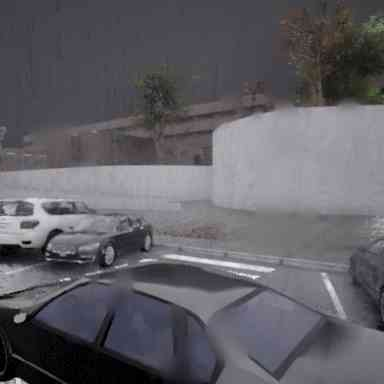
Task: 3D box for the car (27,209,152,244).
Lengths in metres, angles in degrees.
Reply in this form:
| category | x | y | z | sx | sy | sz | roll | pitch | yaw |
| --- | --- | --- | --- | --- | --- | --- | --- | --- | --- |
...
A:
| category | x | y | z | sx | sy | sz | roll | pitch | yaw |
| --- | --- | --- | --- | --- | --- | --- | --- | --- | --- |
| car | -2.933 | 1.504 | 11.588 | 2.231 | 1.521 | 4.892 | 0 | -1 | 15 |

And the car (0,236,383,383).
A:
| category | x | y | z | sx | sy | sz | roll | pitch | yaw |
| --- | --- | --- | --- | --- | --- | --- | --- | --- | --- |
| car | -0.459 | 1.549 | 3.706 | 5.357 | 1.411 | 2.033 | 0 | 0 | 36 |

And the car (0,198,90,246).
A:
| category | x | y | z | sx | sy | sz | roll | pitch | yaw |
| --- | --- | --- | --- | --- | --- | --- | --- | --- | --- |
| car | -5.366 | 1.259 | 13.347 | 2.435 | 2.045 | 5.566 | 0 | -1 | 16 |

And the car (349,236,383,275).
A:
| category | x | y | z | sx | sy | sz | roll | pitch | yaw |
| --- | --- | --- | --- | --- | --- | --- | --- | --- | --- |
| car | 4.337 | 1.532 | 6.384 | 2.002 | 1.452 | 4.674 | 0 | -1 | 16 |
